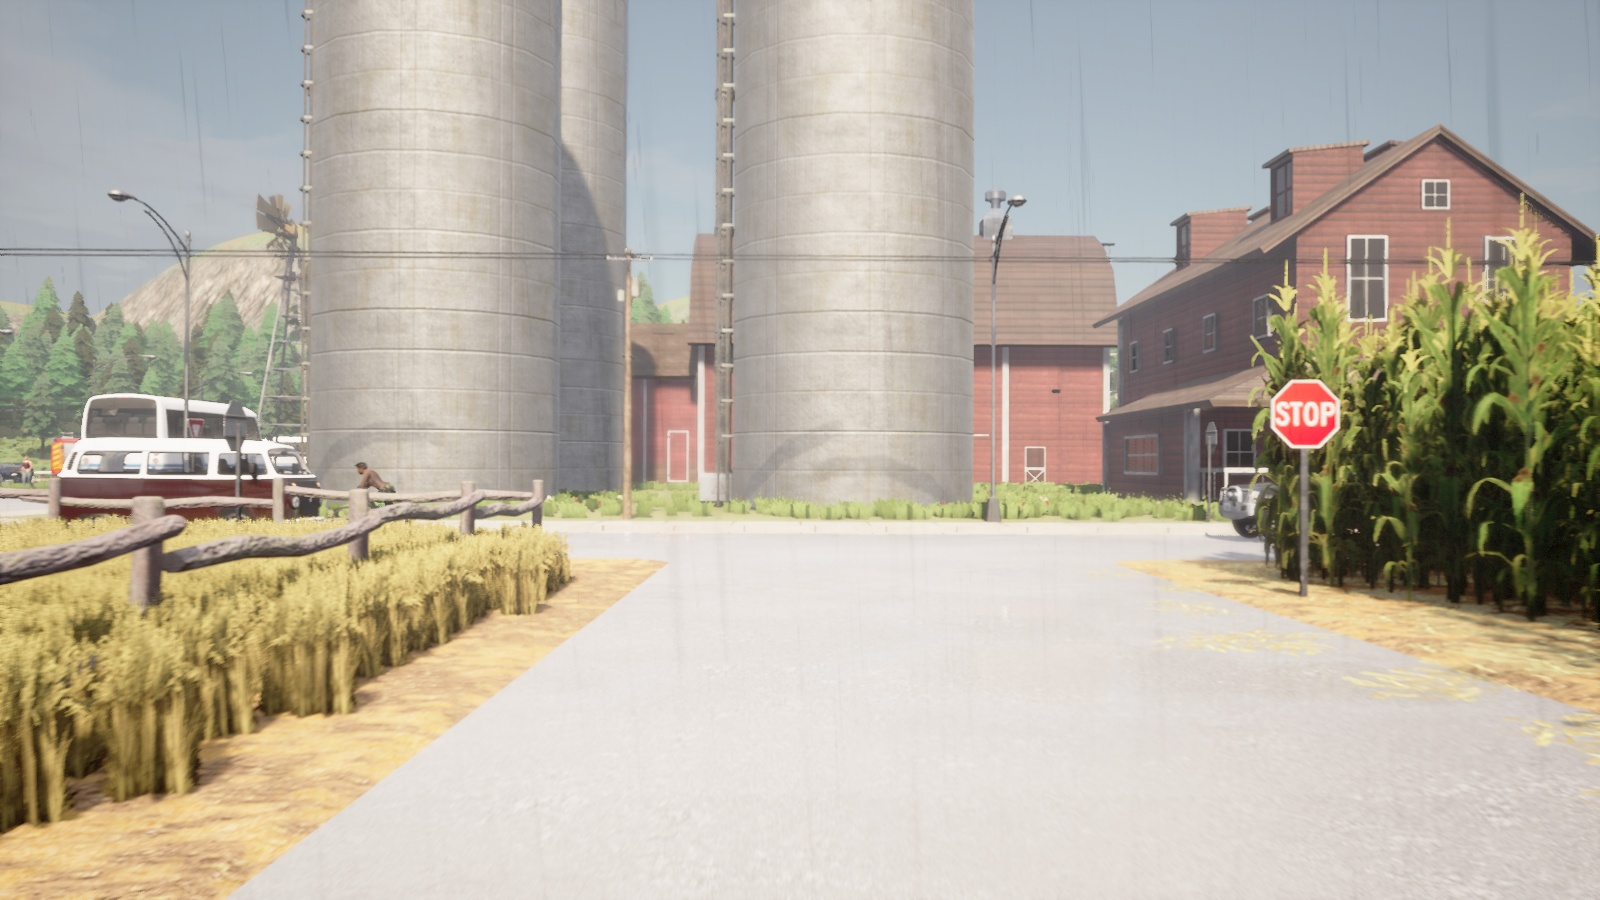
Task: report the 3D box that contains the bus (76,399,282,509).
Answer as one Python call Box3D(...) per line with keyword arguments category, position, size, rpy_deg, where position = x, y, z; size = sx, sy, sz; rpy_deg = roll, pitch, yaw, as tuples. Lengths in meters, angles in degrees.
Box3D(category="bus", position=(-26.251, 0.232, 53.942), size=(3.944, 4.253, 10.273), rpy_deg=(0, -1, -1))

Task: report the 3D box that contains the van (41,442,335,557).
Box3D(category="van", position=(-11.305, 0.890, 23.449), size=(4.480, 2.038, 2.069), rpy_deg=(0, -1, 0))

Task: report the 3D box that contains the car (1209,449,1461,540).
Box3D(category="car", position=(11.432, 0.937, 27.058), size=(4.605, 1.855, 1.932), rpy_deg=(0, -1, 0))

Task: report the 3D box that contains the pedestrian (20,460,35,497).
Box3D(category="pedestrian", position=(-38.347, 1.418, 62.341), size=(0.345, 1.836, 0.594), rpy_deg=(0, -1, -2))
